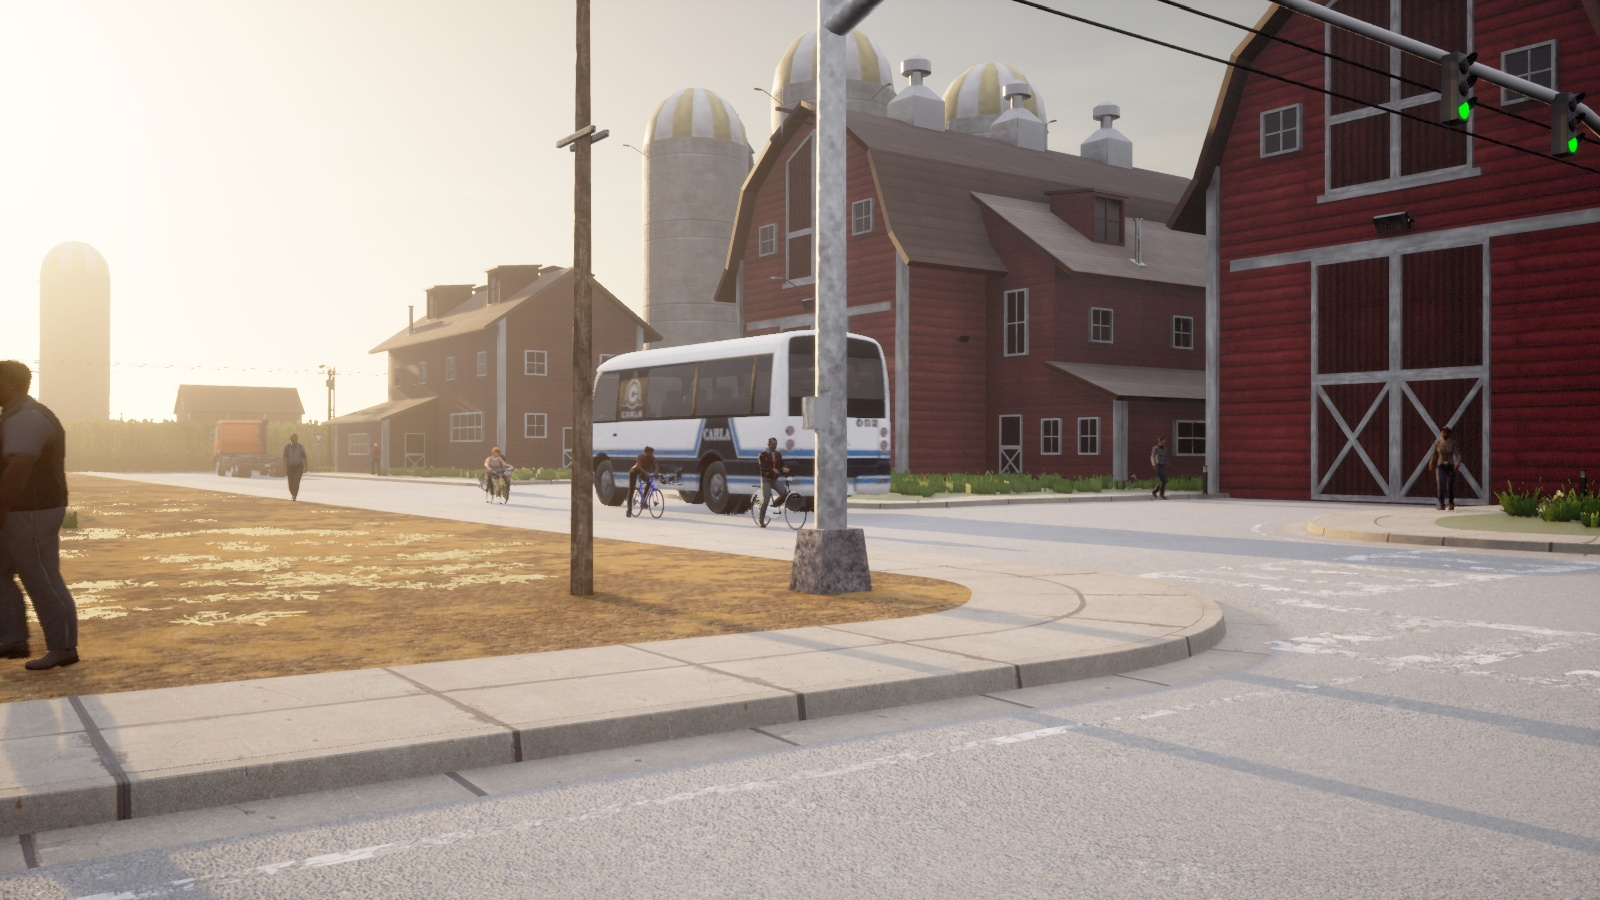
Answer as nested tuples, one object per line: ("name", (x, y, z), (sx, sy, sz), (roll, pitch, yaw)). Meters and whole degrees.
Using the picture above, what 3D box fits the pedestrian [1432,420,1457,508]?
("pedestrian", (13.534, 0.292, 26.359), (0.328, 1.805, 0.869), (0, 0, 36))

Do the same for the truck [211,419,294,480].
("truck", (-32.543, -0.013, 74.427), (2.891, 3.462, 7.936), (0, 0, -36))

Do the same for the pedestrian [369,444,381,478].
("pedestrian", (-23.060, 0.595, 68.185), (0.636, 1.846, 0.331), (0, 0, 42))

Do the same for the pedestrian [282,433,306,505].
("pedestrian", (-13.192, 0.486, 32.740), (0.540, 1.848, 0.694), (0, 0, -17))

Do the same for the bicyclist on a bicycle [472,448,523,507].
("bicyclist on a bicycle", (-8.469, 0.758, 35.173), (0.866, 1.612, 1.509), (0, 0, -36))

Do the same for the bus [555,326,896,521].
("bus", (-2.344, -0.572, 32.686), (3.944, 4.253, 10.273), (0, 0, -36))

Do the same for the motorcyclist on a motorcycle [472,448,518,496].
("motorcyclist on a motorcycle", (-10.787, 0.744, 44.353), (0.766, 1.649, 2.350), (-1, 0, -36))

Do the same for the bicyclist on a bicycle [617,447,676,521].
("bicyclist on a bicycle", (-3.467, 0.747, 28.271), (0.582, 1.620, 1.656), (0, 0, -36))

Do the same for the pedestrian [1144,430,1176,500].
("pedestrian", (10.184, 0.419, 35.546), (0.423, 1.949, 0.788), (0, 0, -37))

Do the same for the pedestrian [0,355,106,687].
("pedestrian", (-4.594, 0.402, 7.407), (0.849, 1.883, 0.563), (0, 0, -32))

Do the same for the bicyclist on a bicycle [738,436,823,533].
("bicyclist on a bicycle", (-0.399, 0.641, 24.027), (0.659, 1.776, 1.843), (-1, 0, -36))
